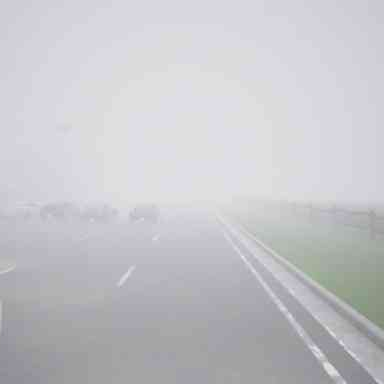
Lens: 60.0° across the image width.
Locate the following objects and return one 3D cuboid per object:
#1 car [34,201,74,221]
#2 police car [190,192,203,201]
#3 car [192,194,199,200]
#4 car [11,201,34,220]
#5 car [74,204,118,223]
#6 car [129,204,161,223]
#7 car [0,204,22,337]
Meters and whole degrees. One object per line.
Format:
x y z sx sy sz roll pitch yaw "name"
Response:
-10.414 1.463 26.644 1.837 1.490 4.892 0 0 0 "car"
1.004 1.300 79.939 1.930 1.638 5.238 0 0 0 "police car"
0.998 1.365 89.829 1.837 1.490 4.892 0 0 0 "car"
-13.916 1.482 27.633 1.812 1.442 4.674 0 0 0 "car"
-6.915 1.561 25.087 1.895 1.301 4.718 0 0 0 "car"
-3.414 1.561 25.089 1.895 1.301 4.718 0 0 0 "car"
-3.402 1.218 1.716 2.150 2.045 5.566 0 0 0 "car"
